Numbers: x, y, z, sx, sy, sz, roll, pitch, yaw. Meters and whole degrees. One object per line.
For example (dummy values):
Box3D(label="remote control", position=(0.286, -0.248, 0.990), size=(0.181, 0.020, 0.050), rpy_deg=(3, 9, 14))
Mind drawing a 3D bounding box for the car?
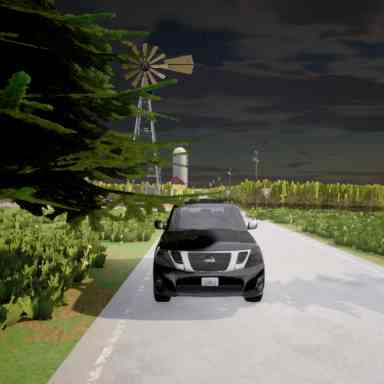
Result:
Box3D(label="car", position=(0.332, 1.221, 8.601), size=(2.150, 2.045, 5.566), rpy_deg=(0, 0, 0))
